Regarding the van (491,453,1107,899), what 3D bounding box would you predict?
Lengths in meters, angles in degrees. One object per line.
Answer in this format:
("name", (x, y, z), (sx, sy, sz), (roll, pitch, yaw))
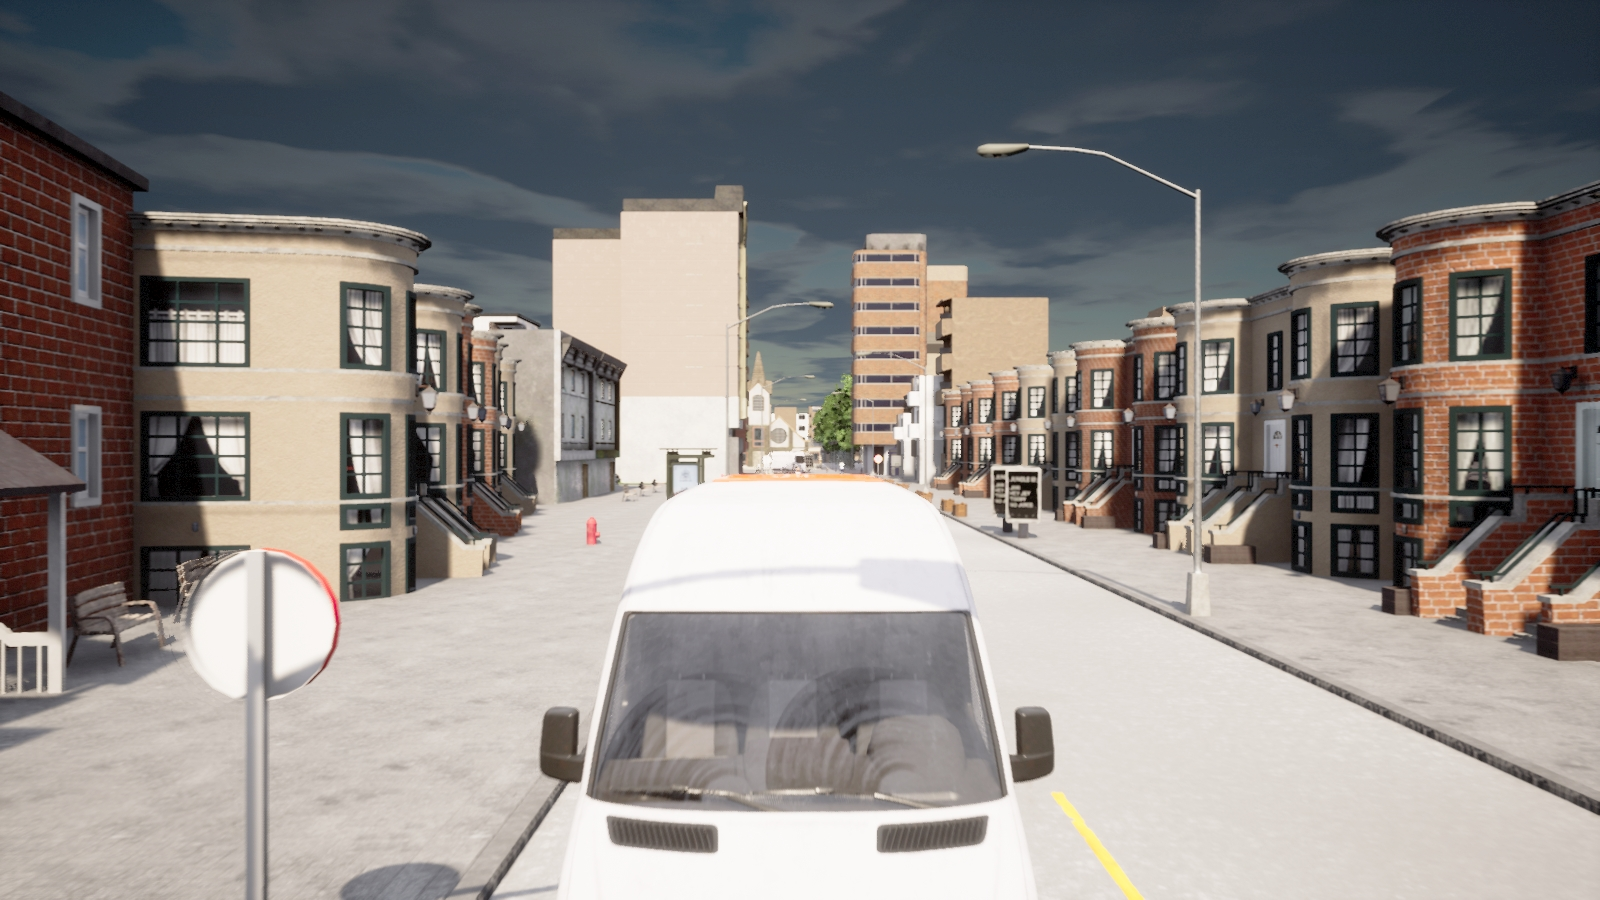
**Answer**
("van", (-0.010, 1.308, 6.649), (1.988, 2.561, 5.915), (0, 0, 0))
